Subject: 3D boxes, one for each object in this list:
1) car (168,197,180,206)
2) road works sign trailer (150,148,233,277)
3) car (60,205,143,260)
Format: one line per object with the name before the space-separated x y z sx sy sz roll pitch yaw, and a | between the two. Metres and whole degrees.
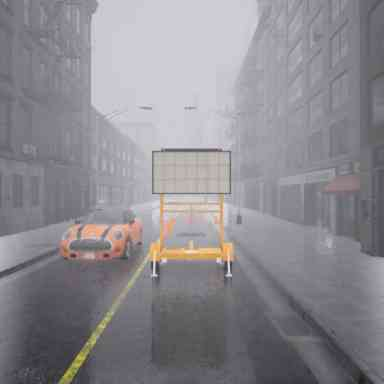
car | -3.073 1.608 55.817 1.812 1.442 4.674 0 0 0
road works sign trailer | -0.012 0.468 10.273 2.380 3.560 2.880 0 0 0
car | -3.116 1.356 12.348 2.097 1.767 4.553 0 0 0
